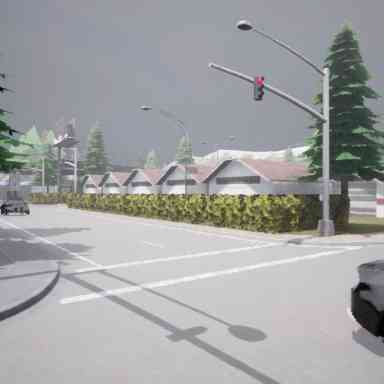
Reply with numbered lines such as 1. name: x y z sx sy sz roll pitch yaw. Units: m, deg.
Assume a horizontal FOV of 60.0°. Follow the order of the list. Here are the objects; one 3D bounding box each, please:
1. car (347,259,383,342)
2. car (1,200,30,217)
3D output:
1. car: 4.303 1.554 3.604 2.128 1.511 4.902 0 1 -37
2. car: -16.877 1.470 31.721 1.994 1.385 4.181 0 0 -37
